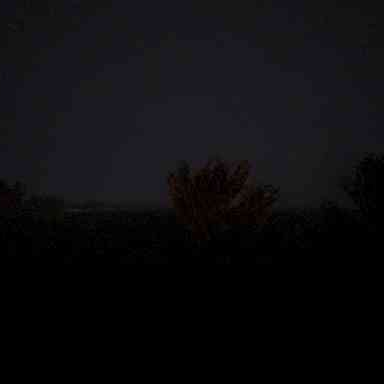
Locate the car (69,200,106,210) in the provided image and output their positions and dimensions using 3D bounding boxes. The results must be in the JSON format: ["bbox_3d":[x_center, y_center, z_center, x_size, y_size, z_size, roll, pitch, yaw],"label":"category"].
[{"bbox_3d":[-15.260,1.848,48.978,2.033,1.411,5.357,-1,-1,36],"label":"car"}]

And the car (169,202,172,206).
[{"bbox_3d":[-2.177,1.964,60.937,1.812,1.442,4.674,-1,-1,37],"label":"car"}]

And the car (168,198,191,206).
[{"bbox_3d":[-2.501,2.017,66.535,1.882,1.535,5.008,-1,-1,36],"label":"car"}]
